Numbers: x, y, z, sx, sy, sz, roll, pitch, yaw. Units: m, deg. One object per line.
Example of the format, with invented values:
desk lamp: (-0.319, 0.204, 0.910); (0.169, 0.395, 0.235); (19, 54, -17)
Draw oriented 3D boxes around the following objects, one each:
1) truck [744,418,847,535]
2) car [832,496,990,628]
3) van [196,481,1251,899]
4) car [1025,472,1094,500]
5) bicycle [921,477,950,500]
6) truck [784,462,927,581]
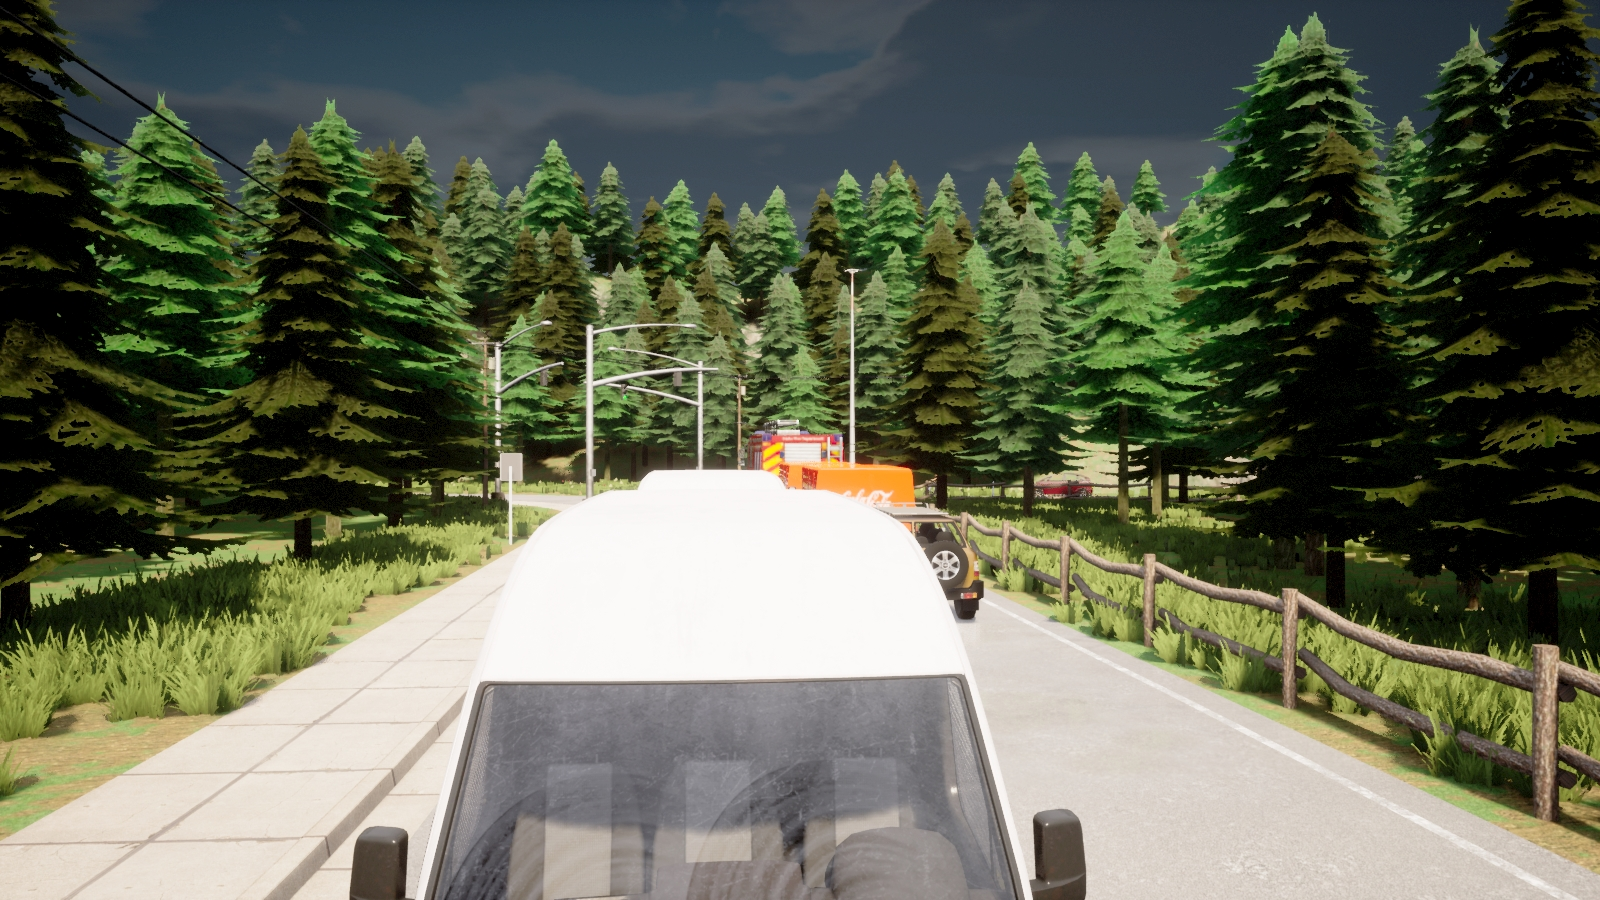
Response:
truck: (-0.355, 0.864, 41.877); (2.891, 3.827, 8.468); (0, 0, -6)
car: (1.801, 1.837, 20.146); (1.932, 1.855, 4.605); (0, 0, -5)
van: (-0.341, 1.499, 5.107); (1.988, 2.561, 5.915); (0, 0, -5)
car: (14.700, 2.027, 64.902); (3.705, 1.549, 1.789); (0, 0, 10)
bicycle: (7.684, 2.158, 64.883); (1.487, 1.276, 0.859); (0, 0, -7)
truck: (1.150, 1.541, 26.876); (2.627, 2.467, 5.204); (0, 0, -5)
